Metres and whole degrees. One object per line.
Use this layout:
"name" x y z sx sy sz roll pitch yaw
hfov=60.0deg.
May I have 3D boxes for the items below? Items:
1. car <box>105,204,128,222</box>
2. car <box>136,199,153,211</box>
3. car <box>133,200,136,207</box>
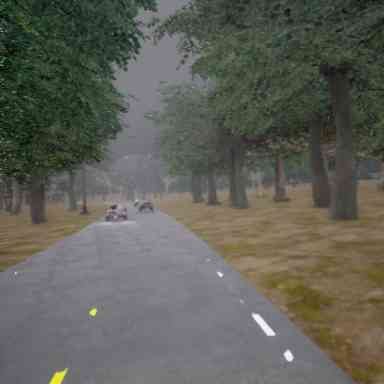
"car" -6.879 1.864 30.588 1.812 1.442 4.674 -2 0 -9
"car" -6.530 1.898 46.741 1.837 1.490 4.892 -2 0 -11
"car" -10.283 2.123 64.193 1.812 1.442 4.674 -2 0 -13
